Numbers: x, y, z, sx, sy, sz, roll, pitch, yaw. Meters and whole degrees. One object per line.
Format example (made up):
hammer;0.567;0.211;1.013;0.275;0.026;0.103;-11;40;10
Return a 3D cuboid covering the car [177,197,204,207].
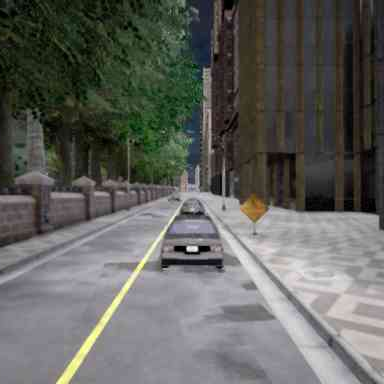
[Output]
car;0.049;1.309;28.136;1.994;1.385;4.181;0;1;0

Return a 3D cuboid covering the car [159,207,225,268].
car;0.025;1.452;10.883;2.033;1.411;5.357;0;1;1

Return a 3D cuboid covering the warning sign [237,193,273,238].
warning sign;2.697;0.988;14.392;1.300;1.860;1.060;-1;-1;0

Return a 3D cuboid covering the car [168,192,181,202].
car;-3.057;0.826;57.614;2.097;1.767;4.553;0;1;0
